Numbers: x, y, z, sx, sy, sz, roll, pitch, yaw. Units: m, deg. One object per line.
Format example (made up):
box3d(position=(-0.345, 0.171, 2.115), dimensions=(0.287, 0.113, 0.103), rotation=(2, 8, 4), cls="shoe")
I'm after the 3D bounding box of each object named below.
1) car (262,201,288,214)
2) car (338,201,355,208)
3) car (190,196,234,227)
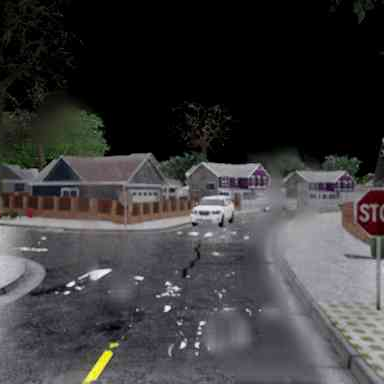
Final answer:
box3d(position=(10.039, 1.802, 40.218), dimensions=(2.128, 1.511, 4.902), rotation=(0, 0, 34), cls="car")
box3d(position=(27.827, 2.219, 58.801), dimensions=(4.718, 1.301, 1.895), rotation=(1, 0, -36), cls="car")
box3d(position=(1.620, 1.344, 24.208), dimensions=(2.150, 2.045, 5.566), rotation=(0, 0, 18), cls="car")
